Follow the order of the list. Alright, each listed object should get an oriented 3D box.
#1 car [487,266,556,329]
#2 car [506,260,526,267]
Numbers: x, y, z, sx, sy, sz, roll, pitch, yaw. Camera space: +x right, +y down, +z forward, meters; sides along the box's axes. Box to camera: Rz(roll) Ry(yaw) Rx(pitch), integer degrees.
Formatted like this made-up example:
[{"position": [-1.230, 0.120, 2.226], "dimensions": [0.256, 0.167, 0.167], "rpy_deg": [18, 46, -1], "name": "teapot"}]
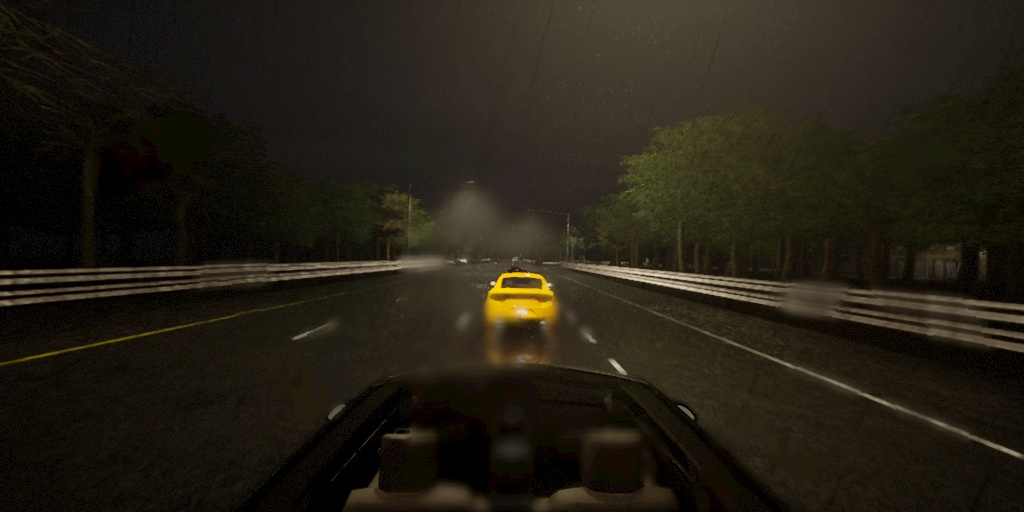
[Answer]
[{"position": [0.293, 1.283, 11.595], "dimensions": [1.882, 1.535, 5.008], "rpy_deg": [1, 0, 1], "name": "car"}, {"position": [0.588, 1.510, 39.557], "dimensions": [1.994, 1.385, 4.181], "rpy_deg": [1, 0, 1], "name": "car"}]
